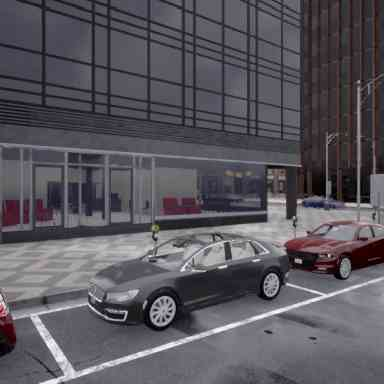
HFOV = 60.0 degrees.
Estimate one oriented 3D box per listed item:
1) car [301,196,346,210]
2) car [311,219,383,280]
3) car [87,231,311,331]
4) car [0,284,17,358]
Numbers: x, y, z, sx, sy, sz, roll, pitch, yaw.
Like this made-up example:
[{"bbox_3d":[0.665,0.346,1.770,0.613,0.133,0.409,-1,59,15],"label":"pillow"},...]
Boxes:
[{"bbox_3d":[13.905,1.145,35.354,1.812,1.442,4.674,0,1,-36],"label":"car"},{"bbox_3d":[4.586,1.545,9.933,4.507,1.381,1.887,0,0,-36],"label":"car"},{"bbox_3d":[0.147,1.551,6.760,4.403,1.369,2.008,0,0,-36],"label":"car"},{"bbox_3d":[-4.293,1.440,3.587,4.097,1.590,1.967,0,0,-36],"label":"car"}]
